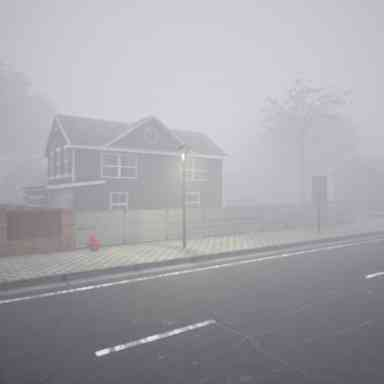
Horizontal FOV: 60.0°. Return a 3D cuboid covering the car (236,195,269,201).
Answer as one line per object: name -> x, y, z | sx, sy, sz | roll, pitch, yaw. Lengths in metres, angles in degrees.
car -> 7.714, 1.358, 41.376 | 2.150, 2.045, 5.566 | 0, 0, -35
